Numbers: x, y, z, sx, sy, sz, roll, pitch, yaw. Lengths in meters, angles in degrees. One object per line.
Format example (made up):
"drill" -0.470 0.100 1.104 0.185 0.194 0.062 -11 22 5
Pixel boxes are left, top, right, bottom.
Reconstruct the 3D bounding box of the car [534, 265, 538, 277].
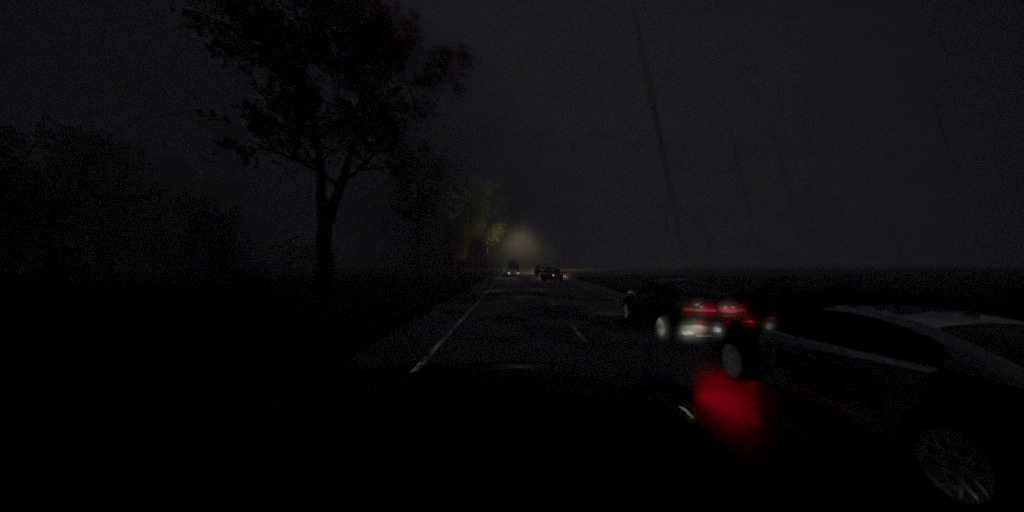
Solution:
"car" 3.840 1.817 45.489 2.128 1.511 4.902 1 -1 0

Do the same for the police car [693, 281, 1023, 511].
"police car" 4.558 1.263 4.471 1.930 1.638 5.238 1 -1 1

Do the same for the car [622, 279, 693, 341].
"car" 4.639 1.413 10.365 1.837 1.490 4.892 1 -1 1

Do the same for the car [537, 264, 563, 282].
"car" 3.839 1.759 34.961 1.994 1.385 4.181 1 -1 1
